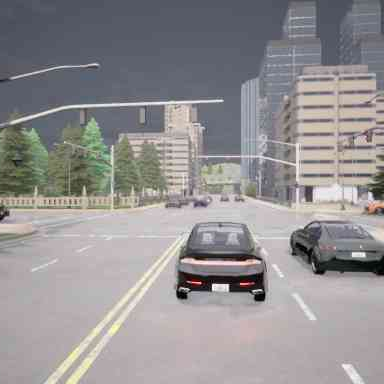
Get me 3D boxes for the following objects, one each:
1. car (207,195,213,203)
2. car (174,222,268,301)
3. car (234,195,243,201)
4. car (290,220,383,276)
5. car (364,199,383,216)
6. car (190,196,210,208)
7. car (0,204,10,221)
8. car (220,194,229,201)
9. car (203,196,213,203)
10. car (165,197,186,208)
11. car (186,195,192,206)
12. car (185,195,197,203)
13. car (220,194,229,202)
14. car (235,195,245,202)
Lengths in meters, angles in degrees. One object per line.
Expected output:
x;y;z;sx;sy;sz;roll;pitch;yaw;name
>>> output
2.222;1.600;58.761;1.895;1.301;4.718;0;0;6;car
0.710;1.492;8.339;2.128;1.511;4.902;0;0;5;car
11.896;1.537;85.447;2.033;1.411;5.357;0;0;5;car
4.404;1.564;10.446;1.994;1.385;4.181;0;0;5;car
19.180;1.352;32.156;4.553;1.767;2.097;0;0;7;car
1.299;1.601;49.344;1.895;1.301;4.718;0;0;6;car
-16.619;1.221;24.784;5.566;2.045;2.150;0;0;7;car
8.409;1.353;85.751;2.097;1.767;4.553;0;0;5;car
3.312;1.501;69.295;1.837;1.490;4.892;0;0;5;car
-2.486;1.564;46.554;1.994;1.385;4.181;0;0;6;car
-1.595;1.547;55.753;2.033;1.411;5.357;0;0;6;car
-0.173;1.478;69.613;1.882;1.535;5.008;0;0;5;car
7.612;1.549;77.449;1.994;1.385;4.181;0;0;5;car
11.002;1.591;76.141;1.895;1.301;4.718;0;0;5;car
